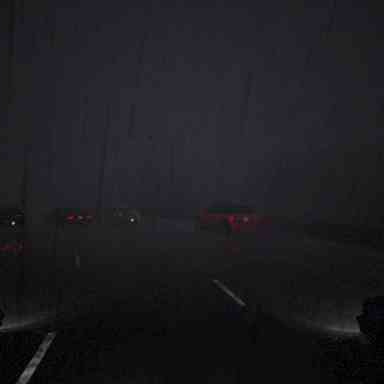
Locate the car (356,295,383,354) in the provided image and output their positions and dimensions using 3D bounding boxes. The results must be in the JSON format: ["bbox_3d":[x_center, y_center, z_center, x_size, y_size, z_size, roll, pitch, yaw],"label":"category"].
[{"bbox_3d":[3.582,1.561,2.456,2.033,1.411,5.357,0,0,-6],"label":"car"}]

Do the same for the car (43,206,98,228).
[{"bbox_3d":[-8.889,1.718,23.513,2.033,1.411,5.357,0,-1,-40],"label":"car"}]

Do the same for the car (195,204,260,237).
[{"bbox_3d":[1.901,1.485,19.467,2.097,1.767,4.553,0,0,-26],"label":"car"}]

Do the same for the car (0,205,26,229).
[{"bbox_3d":[-12.655,1.670,22.350,1.837,1.490,4.892,1,-1,-41],"label":"car"}]

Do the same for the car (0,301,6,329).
[{"bbox_3d":[-3.429,1.568,2.465,2.033,1.411,5.357,0,0,-7],"label":"car"}]

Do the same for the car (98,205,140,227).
[{"bbox_3d":[-5.519,1.701,24.708,1.812,1.442,4.674,0,-1,-37],"label":"car"}]
